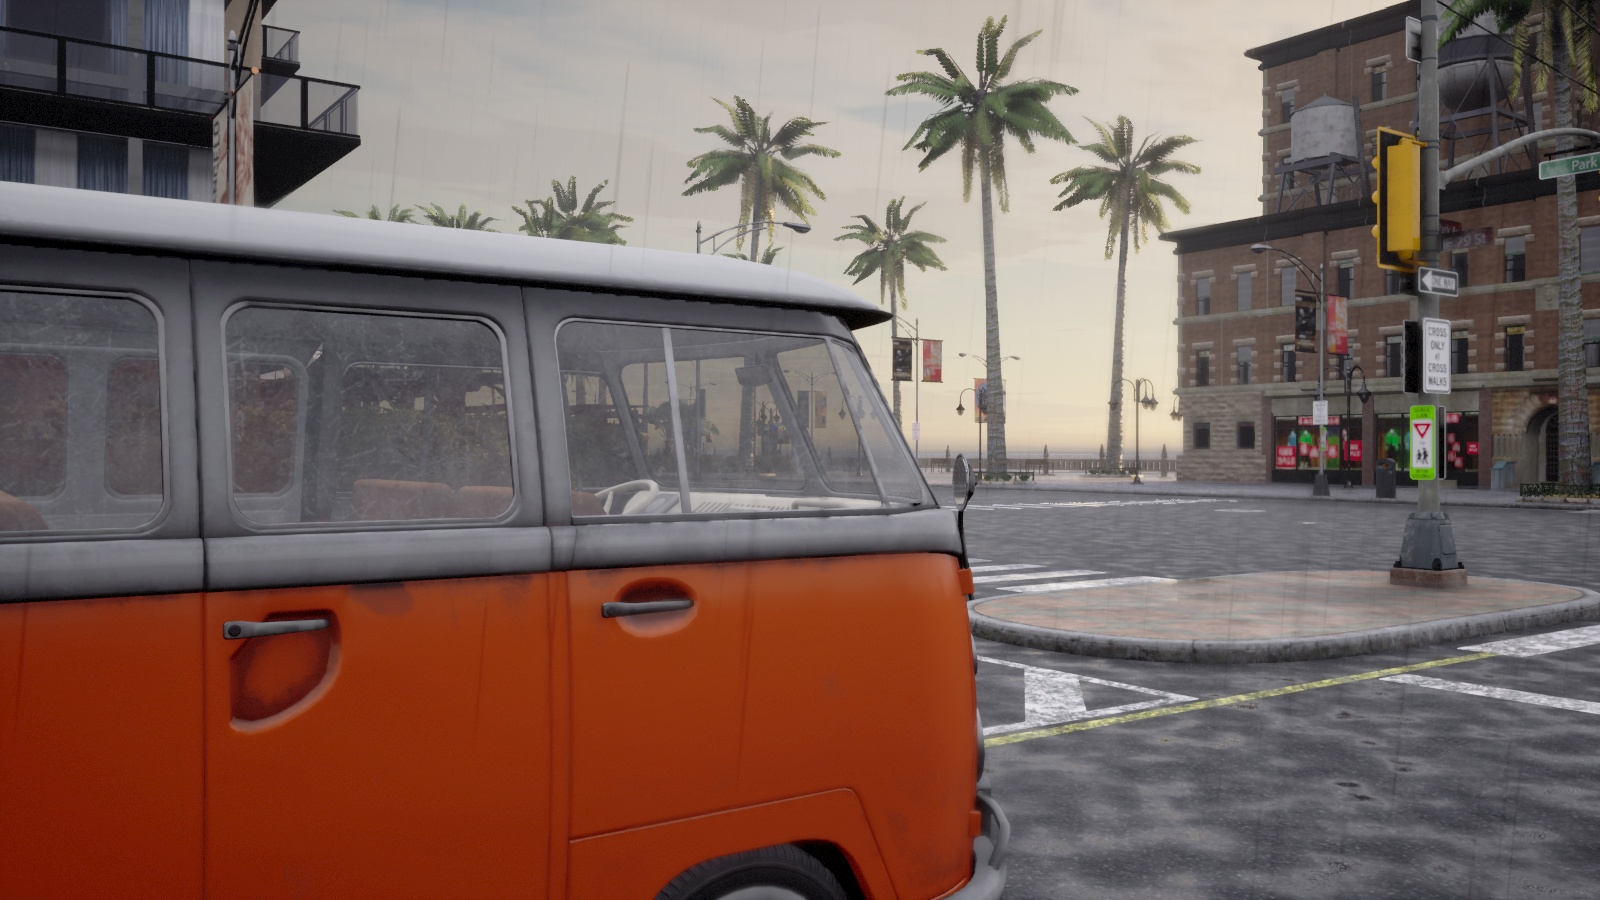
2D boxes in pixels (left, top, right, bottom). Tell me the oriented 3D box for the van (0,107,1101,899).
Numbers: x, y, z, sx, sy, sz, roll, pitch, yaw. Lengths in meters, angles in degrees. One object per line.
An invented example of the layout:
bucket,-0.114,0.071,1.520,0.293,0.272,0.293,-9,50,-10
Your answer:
van,-1.588,0.507,2.554,4.442,1.987,1.775,0,0,-35
